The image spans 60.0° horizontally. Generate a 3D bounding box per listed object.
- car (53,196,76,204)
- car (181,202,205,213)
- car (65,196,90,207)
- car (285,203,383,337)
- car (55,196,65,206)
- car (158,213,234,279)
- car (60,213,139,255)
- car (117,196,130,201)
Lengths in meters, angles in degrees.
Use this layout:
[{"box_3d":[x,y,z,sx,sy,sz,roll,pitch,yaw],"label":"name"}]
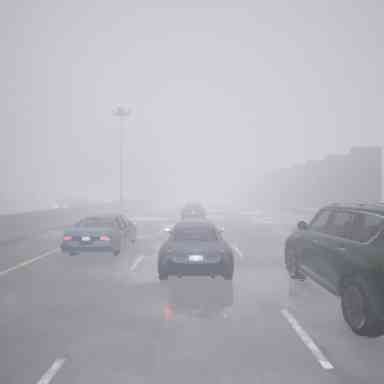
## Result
[{"box_3d":[-23.872,1.537,62.550,2.033,1.411,5.357,0,0,1],"label":"car"},{"box_3d":[0.100,1.561,28.045,1.994,1.385,4.181,0,0,0],"label":"car"},{"box_3d":[-17.173,1.498,50.795,1.837,1.490,4.892,0,0,2],"label":"car"},{"box_3d":[3.601,1.221,6.764,2.150,2.045,5.566,0,0,0],"label":"car"},{"box_3d":[-20.548,1.472,54.884,1.882,1.535,5.008,0,1,2],"label":"car"},{"box_3d":[0.099,1.563,10.042,1.994,1.385,4.181,0,0,0],"label":"car"},{"box_3d":[-3.402,1.546,13.173,2.033,1.411,5.357,0,0,0],"label":"car"},{"box_3d":[-13.352,1.552,64.837,1.994,1.385,4.181,0,0,1],"label":"car"}]
